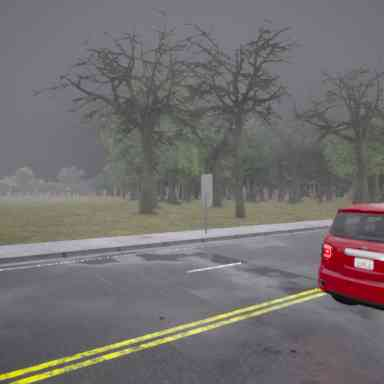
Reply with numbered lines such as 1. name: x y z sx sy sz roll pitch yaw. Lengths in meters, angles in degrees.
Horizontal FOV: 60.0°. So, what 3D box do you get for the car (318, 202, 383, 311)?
1. car: 4.912 1.223 6.797 5.566 2.045 2.150 0 0 -35
